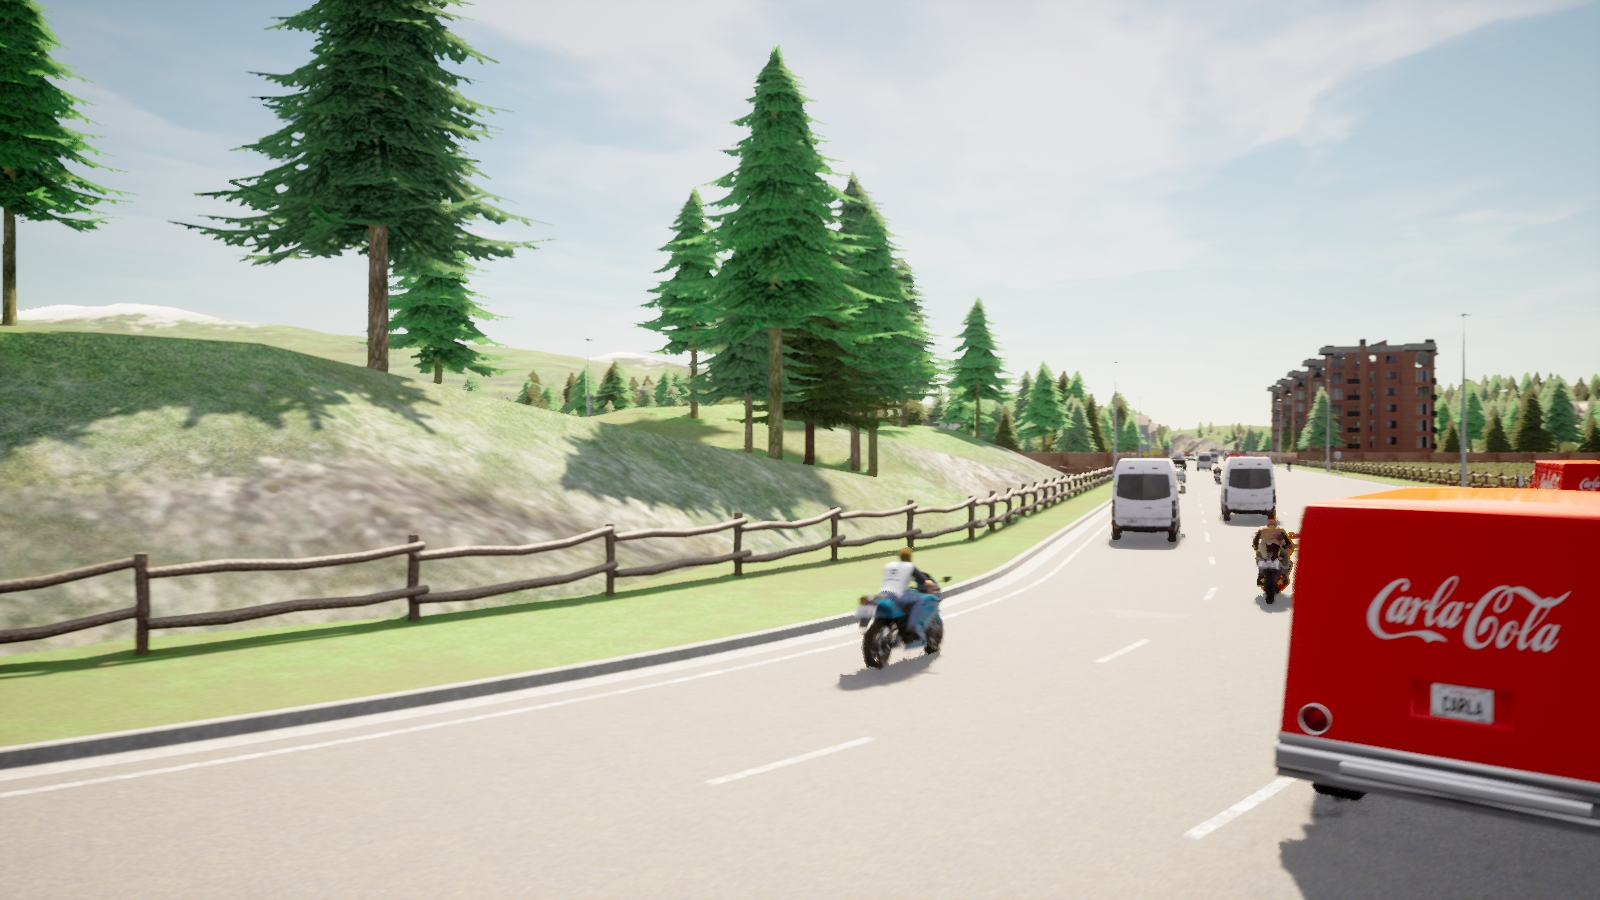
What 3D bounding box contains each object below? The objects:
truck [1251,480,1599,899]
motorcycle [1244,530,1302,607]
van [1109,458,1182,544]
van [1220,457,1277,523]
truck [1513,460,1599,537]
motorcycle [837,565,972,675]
[{"bbox_3d":[5.990,1.577,9.534,2.627,2.467,5.204,1,1,40],"label":"truck"},{"bbox_3d":[9.072,2.222,21.860,0.867,1.251,2.209,-2,-1,26],"label":"motorcycle"},{"bbox_3d":[11.488,1.561,37.737,1.988,2.561,5.915,0,0,20],"label":"van"},{"bbox_3d":[18.710,1.570,47.839,1.988,2.561,5.915,0,0,19],"label":"van"},{"bbox_3d":[27.183,1.606,40.051,2.627,2.467,5.204,0,0,19],"label":"truck"},{"bbox_3d":[1.416,2.195,15.096,0.803,1.199,2.033,-4,-3,36],"label":"motorcycle"}]
